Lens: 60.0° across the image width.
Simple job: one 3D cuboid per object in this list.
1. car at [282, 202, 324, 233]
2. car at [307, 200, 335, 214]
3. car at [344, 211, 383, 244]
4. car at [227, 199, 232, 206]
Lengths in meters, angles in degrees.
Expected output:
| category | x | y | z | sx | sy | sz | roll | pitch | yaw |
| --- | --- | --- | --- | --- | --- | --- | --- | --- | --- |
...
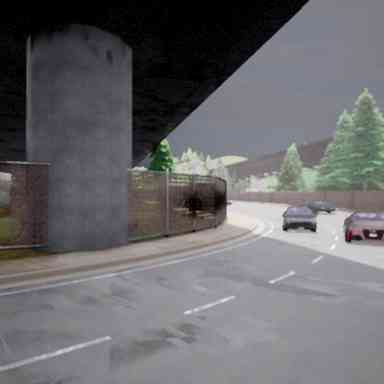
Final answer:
| category | x | y | z | sx | sy | sz | roll | pitch | yaw |
| --- | --- | --- | --- | --- | --- | --- | --- | --- | --- |
| car | 6.627 | 1.602 | 20.585 | 2.033 | 1.411 | 5.357 | 0 | 0 | 16 |
| car | 13.667 | 1.649 | 37.105 | 2.033 | 1.411 | 5.357 | 0 | 0 | -12 |
| car | 8.278 | 1.612 | 15.631 | 1.994 | 1.385 | 4.181 | 0 | 0 | 23 |
| car | 5.333 | 1.672 | 57.620 | 2.033 | 1.411 | 5.357 | 0 | 0 | -13 |
